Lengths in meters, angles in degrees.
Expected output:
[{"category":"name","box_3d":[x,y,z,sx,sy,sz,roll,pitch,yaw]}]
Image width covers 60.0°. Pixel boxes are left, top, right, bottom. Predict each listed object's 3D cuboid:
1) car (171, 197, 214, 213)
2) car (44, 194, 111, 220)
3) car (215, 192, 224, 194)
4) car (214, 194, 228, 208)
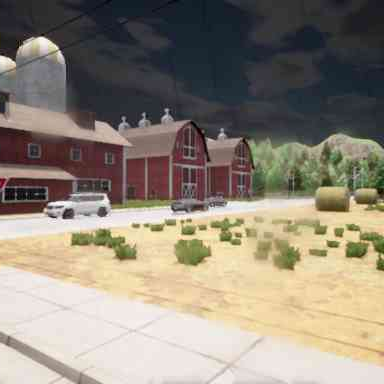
[{"category":"car","box_3d":[-0.192,1.430,34.247,2.128,1.511,4.902,0,0,35]},{"category":"car","box_3d":[-9.311,1.154,27.582,2.150,2.045,5.566,0,0,35]},{"category":"car","box_3d":[4.707,1.069,54.905,1.905,1.878,3.866,6,1,-8]},{"category":"car","box_3d":[2.809,1.438,44.944,1.837,1.490,4.892,0,0,35]}]
